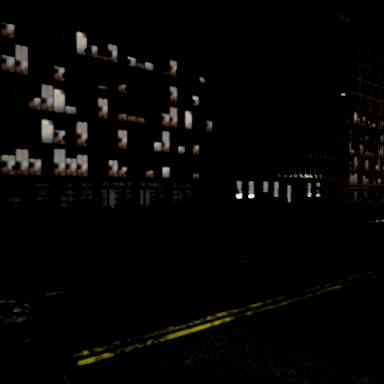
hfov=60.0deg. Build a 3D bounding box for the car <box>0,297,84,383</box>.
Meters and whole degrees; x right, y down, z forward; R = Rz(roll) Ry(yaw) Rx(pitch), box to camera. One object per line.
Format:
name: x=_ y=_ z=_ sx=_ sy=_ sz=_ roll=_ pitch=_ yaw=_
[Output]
car: x=-3.203 y=1.221 z=1.155 sx=5.566 sy=2.045 sz=2.150 roll=0 pitch=0 yaw=-35
